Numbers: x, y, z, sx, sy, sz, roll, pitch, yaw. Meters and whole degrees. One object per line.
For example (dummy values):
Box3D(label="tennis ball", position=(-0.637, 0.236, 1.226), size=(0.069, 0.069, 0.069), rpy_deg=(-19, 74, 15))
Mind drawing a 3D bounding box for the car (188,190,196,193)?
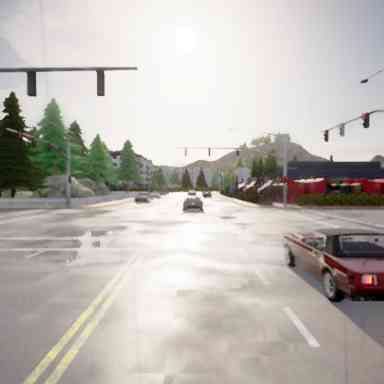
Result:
Box3D(label="car", position=(0.004, 0.462, 75.257), size=(2.128, 1.511, 4.902), rpy_deg=(0, 1, 0))

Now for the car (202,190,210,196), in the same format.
Box3D(label="car", position=(3.505, 0.285, 84.448), size=(1.895, 1.301, 4.718), rpy_deg=(0, 1, 0))

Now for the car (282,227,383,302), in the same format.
Box3D(label="car", position=(3.593, 1.487, 7.884), size=(1.895, 1.301, 4.718), rpy_deg=(0, 1, 0))

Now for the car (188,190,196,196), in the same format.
Box3D(label="car", position=(0.005, 0.169, 84.417), size=(1.882, 1.535, 5.008), rpy_deg=(0, 1, 0))

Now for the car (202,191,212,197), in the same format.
Box3D(label="car", position=(3.504, 0.526, 75.542), size=(1.895, 1.301, 4.718), rpy_deg=(0, 1, 0))

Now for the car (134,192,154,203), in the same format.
Box3D(label="car", position=(-7.074, 0.829, 47.759), size=(1.837, 1.490, 4.892), rpy_deg=(0, 1, 0))

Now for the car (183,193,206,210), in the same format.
Box3D(label="car", position=(0.101, 1.076, 33.650), size=(1.994, 1.385, 4.181), rpy_deg=(0, 0, 0))

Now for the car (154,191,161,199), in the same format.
Box3D(label="car", position=(-7.024, 0.629, 63.488), size=(1.812, 1.442, 4.674), rpy_deg=(0, 1, 1))
